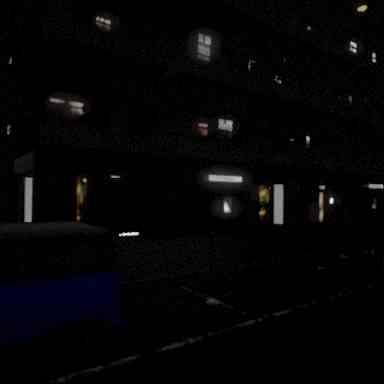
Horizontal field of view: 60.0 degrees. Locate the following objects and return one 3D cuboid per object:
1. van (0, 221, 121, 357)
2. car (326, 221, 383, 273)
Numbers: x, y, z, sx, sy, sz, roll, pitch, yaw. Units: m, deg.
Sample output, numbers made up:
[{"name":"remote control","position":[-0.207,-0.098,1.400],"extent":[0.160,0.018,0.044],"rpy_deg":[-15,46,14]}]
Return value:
[{"name":"van","position":[-2.966,1.341,4.436],"extent":[3.998,1.788,1.690],"rpy_deg":[1,0,-36]},{"name":"car","position":[6.251,1.653,11.014],"extent":[4.507,1.381,1.887],"rpy_deg":[1,0,-36]}]
